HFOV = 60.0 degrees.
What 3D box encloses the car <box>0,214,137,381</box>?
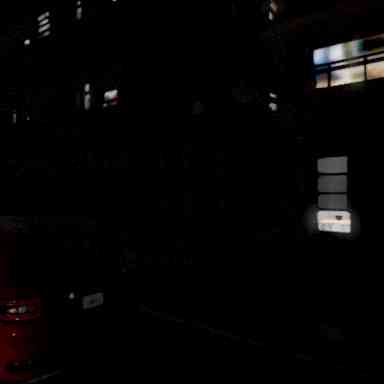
[{"bbox_3d":[-3.035,1.250,5.056,5.009,1.841,2.192,1,0,36],"label":"car"}]
